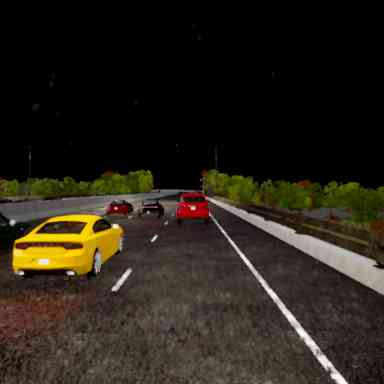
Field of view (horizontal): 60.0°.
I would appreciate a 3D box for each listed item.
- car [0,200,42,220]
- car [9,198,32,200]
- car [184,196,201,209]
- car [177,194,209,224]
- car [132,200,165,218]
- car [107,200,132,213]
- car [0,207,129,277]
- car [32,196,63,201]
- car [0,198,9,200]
[{"bbox_3d":[-6.913,1.317,10.650,2.097,1.767,4.553,0,0,0],"label":"car"},{"bbox_3d":[-21.058,1.419,42.677,1.994,1.385,4.181,0,0,0],"label":"car"},{"bbox_3d":[0.049,1.334,42.590,2.128,1.511,4.902,0,0,0],"label":"car"},{"bbox_3d":[0.071,1.133,24.027,2.150,2.045,5.566,0,0,0],"label":"car"},{"bbox_3d":[-3.434,1.388,28.666,2.128,1.511,4.902,0,0,0],"label":"car"},{"bbox_3d":[-6.939,1.448,32.390,1.994,1.385,4.181,0,0,0],"label":"car"},{"bbox_3d":[-3.413,1.442,10.131,1.882,1.535,5.008,0,0,0],"label":"car"},{"bbox_3d":[-17.568,1.334,41.597,1.882,1.535,5.008,0,0,0],"label":"car"},{"bbox_3d":[-24.559,1.421,42.658,1.994,1.385,4.181,0,0,0],"label":"car"}]
